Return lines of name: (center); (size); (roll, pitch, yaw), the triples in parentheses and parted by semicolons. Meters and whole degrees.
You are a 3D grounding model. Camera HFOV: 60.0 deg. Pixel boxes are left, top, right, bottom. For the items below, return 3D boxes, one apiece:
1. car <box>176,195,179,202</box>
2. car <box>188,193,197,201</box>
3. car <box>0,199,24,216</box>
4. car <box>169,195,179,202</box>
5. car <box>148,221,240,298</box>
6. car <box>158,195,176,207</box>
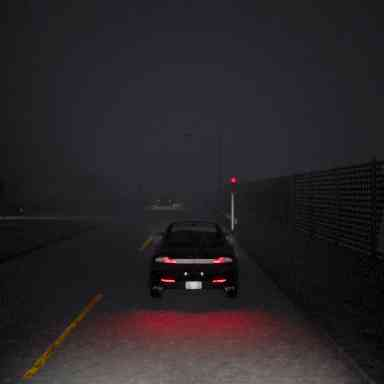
car: (-4.019, 1.581, 61.589); (1.895, 1.301, 4.718); (0, 0, 1)
car: (0.056, 1.197, 87.465); (2.150, 2.045, 5.566); (0, 0, 0)
car: (-18.985, 1.494, 32.294); (4.892, 1.490, 1.837); (0, 0, 1)
car: (-3.949, 1.454, 74.054); (1.882, 1.535, 5.008); (0, 0, 0)
car: (0.054, 1.489, 8.498); (2.128, 1.511, 4.902); (0, 0, 1)
car: (-4.060, 1.335, 51.335); (2.097, 1.767, 4.553); (0, 0, 0)
